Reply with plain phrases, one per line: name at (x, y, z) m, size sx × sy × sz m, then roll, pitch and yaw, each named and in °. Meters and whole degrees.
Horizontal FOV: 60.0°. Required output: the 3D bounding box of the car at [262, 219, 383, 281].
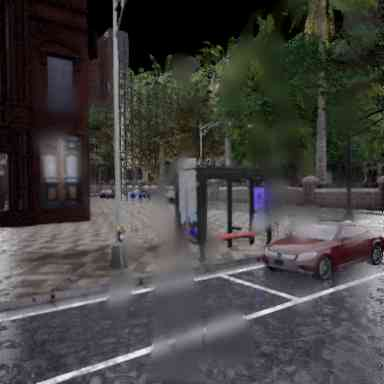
car at (3.844, 1.457, 9.394) m, size 4.206 × 1.307 × 1.802 m, roll -1°, pitch 0°, yaw -35°

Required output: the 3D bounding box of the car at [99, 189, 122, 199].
car at (-13.292, 0.306, 53.276) m, size 1.882 × 1.535 × 5.008 m, roll -1°, pitch 2°, yaw -35°

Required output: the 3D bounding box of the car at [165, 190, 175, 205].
car at (-1.073, 0.576, 35.967) m, size 2.097 × 1.767 × 4.553 m, roll -1°, pitch 2°, yaw -35°

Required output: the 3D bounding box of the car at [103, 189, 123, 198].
car at (-14.184, 0.220, 59.716) m, size 1.994 × 1.385 × 4.181 m, roll -1°, pitch 2°, yaw -35°

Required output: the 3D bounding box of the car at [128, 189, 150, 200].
car at (-8.239, 0.333, 51.447) m, size 1.882 × 1.535 × 5.008 m, roll -1°, pitch 2°, yaw -35°
